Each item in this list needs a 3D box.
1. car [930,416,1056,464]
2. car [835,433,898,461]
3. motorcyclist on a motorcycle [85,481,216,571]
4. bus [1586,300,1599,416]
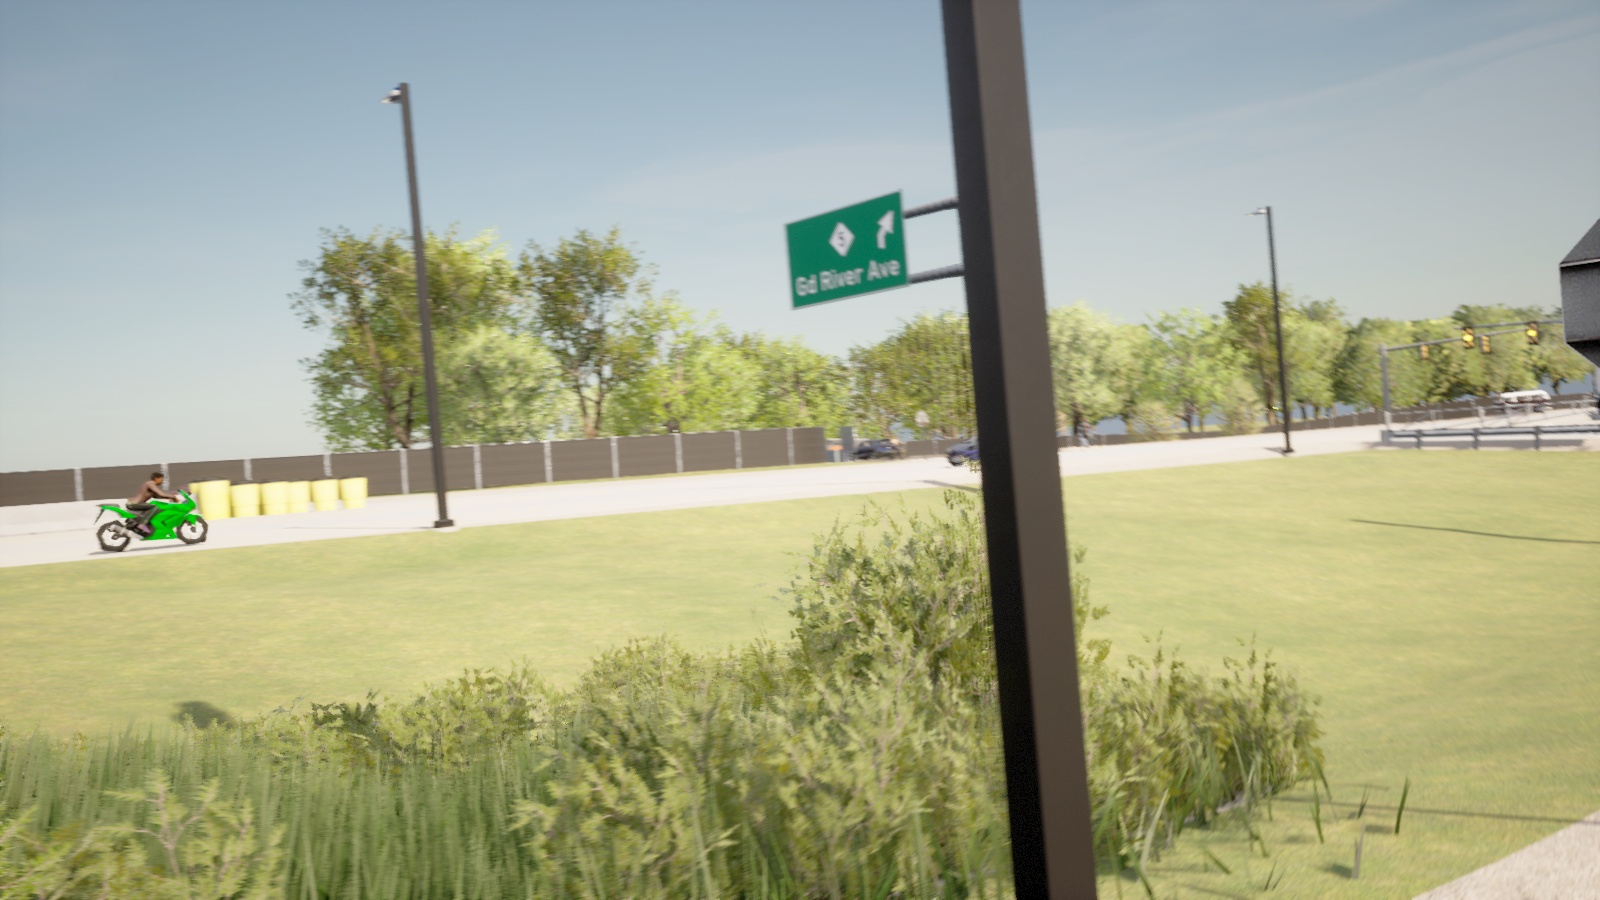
[{"bbox_3d":[7.746,-0.405,50.132,4.792,1.488,2.163,-5,0,-39],"label":"car"},{"bbox_3d":[5.121,-0.184,97.390,2.033,1.649,4.856,-7,0,-38],"label":"car"},{"bbox_3d":[-12.667,1.463,24.527,2.044,1.523,0.797,-5,0,-39],"label":"motorcyclist on a motorcycle"},{"bbox_3d":[33.895,-3.720,43.545,3.944,4.253,10.273,-5,1,-39],"label":"bus"}]
